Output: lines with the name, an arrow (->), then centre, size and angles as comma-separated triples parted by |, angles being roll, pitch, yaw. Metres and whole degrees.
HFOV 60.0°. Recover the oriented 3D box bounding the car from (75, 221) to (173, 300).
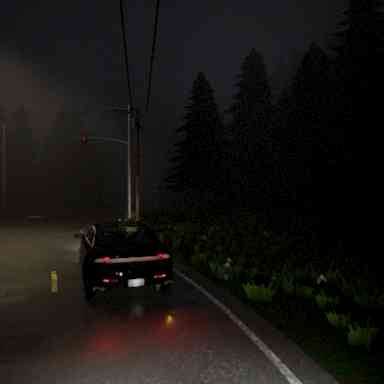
car -> -1.900, 1.507, 8.599 | 2.128, 1.511, 4.902 | 0, 0, -20
